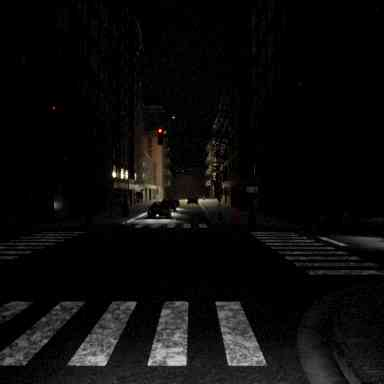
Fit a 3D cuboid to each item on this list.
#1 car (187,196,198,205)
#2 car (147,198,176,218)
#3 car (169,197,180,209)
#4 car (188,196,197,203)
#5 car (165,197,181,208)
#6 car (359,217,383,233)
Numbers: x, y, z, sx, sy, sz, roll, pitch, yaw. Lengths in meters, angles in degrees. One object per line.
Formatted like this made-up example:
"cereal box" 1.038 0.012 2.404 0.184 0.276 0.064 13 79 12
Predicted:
"car" 0.108 1.452 59.816 1.882 1.535 5.008 0 0 0
"car" -2.840 1.541 30.166 2.033 1.411 5.357 0 0 0
"car" -2.835 1.481 39.988 2.128 1.511 4.902 0 0 0
"car" 0.112 1.490 69.958 1.812 1.442 4.674 0 0 0
"car" -2.835 1.474 50.189 2.128 1.511 4.902 0 0 0
"car" 11.637 1.554 17.861 4.829 1.417 1.752 0 0 0
